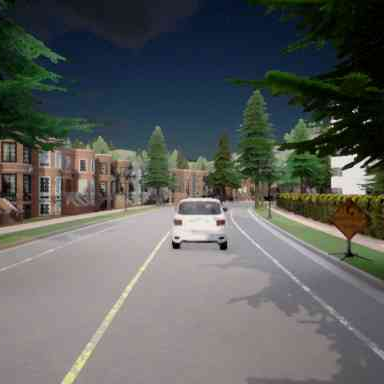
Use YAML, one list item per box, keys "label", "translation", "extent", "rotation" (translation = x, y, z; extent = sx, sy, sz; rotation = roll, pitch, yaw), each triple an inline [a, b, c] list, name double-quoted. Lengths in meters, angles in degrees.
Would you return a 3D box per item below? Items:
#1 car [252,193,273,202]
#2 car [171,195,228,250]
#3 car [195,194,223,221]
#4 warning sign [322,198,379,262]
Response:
- label: "car"
  translation: [15.894, 1.214, 74.698]
  extent: [5.566, 2.045, 2.150]
  rotation: [0, 0, -43]
- label: "car"
  translation: [0.395, 1.259, 14.543]
  extent: [2.150, 2.045, 5.566]
  rotation: [0, 0, 3]
- label: "car"
  translation: [1.577, 1.259, 29.402]
  extent: [2.150, 2.045, 5.566]
  rotation: [0, 0, 6]
- label: "warning sign"
  translation: [4.873, 1.115, 10.321]
  extent: [1.300, 1.860, 1.060]
  rotation: [0, 0, 2]
